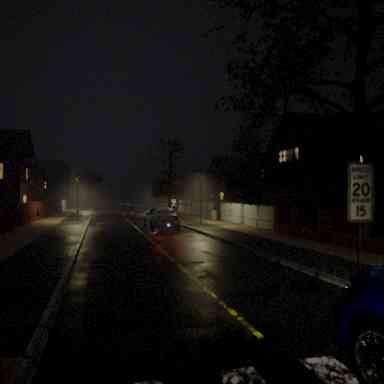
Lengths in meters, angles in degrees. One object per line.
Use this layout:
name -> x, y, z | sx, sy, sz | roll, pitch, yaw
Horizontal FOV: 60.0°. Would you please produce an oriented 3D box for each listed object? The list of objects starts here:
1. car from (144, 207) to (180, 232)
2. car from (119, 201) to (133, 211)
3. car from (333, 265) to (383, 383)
car -> -2.013, 1.743, 21.910 | 1.812, 1.442, 4.674 | 0, -1, -16
car -> -10.173, 2.066, 51.300 | 2.128, 1.511, 4.902 | 0, -1, -16
car -> 3.468, 1.237, 2.154 | 2.150, 2.045, 5.566 | 0, 0, -16
